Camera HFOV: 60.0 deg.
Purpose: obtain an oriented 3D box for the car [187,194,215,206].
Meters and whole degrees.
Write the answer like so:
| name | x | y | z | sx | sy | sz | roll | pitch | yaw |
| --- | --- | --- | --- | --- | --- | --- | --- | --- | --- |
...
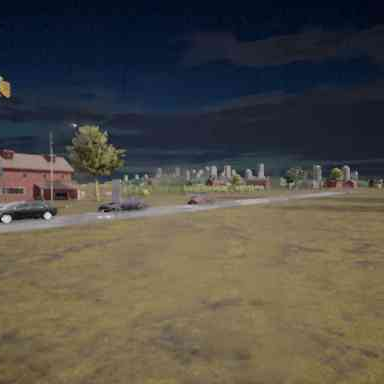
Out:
| name | x | y | z | sx | sy | sz | roll | pitch | yaw |
| --- | --- | --- | --- | --- | --- | --- | --- | --- | --- |
| car | 1.186 | 0.995 | 42.762 | 1.994 | 1.385 | 4.181 | 1 | 2 | 35 |

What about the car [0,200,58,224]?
| name | x | y | z | sx | sy | sz | roll | pitch | yaw |
| --- | --- | --- | --- | --- | --- | --- | --- | --- | --- |
| car | -12.286 | 1.401 | 24.165 | 1.837 | 1.490 | 4.892 | 1 | 2 | 37 |

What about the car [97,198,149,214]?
| name | x | y | z | sx | sy | sz | roll | pitch | yaw |
| --- | --- | --- | --- | --- | --- | --- | --- | --- | --- |
| car | -6.489 | 1.247 | 32.141 | 2.033 | 1.411 | 5.357 | 1 | 2 | 36 |
